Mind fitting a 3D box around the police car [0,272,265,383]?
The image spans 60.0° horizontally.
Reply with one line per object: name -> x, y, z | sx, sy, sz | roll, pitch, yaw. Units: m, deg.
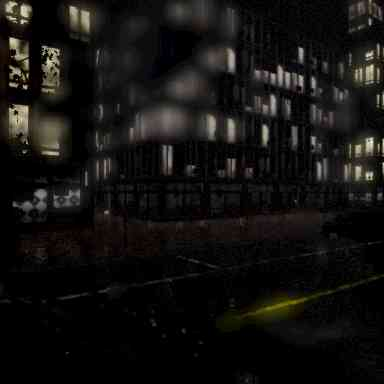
police car -> -1.616, 1.425, 2.281 | 5.238, 1.638, 1.930 | 0, 0, -35

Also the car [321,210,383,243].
car -> 8.141, 1.563, 16.226 | 4.313, 1.339, 1.947 | 0, 0, -35
